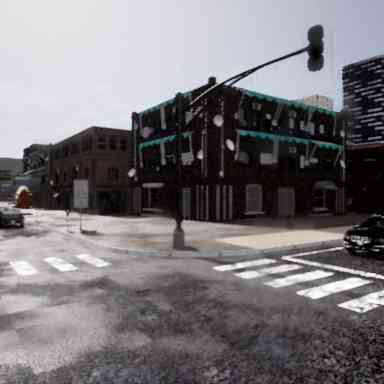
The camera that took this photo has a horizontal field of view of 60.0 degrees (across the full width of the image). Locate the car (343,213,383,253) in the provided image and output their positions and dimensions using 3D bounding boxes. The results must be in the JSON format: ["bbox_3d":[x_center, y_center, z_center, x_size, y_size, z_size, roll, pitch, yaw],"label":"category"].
[{"bbox_3d":[8.058,1.632,13.421,4.892,1.490,1.837,1,0,-35],"label":"car"}]

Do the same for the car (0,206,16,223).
[{"bbox_3d":[-16.773,1.937,29.150,1.802,1.307,4.206,-1,0,-35],"label":"car"}]

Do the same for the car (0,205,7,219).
[{"bbox_3d":[-19.979,1.999,33.661,1.802,1.307,4.206,-1,0,-35],"label":"car"}]

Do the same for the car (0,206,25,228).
[{"bbox_3d":[-13.567,1.843,24.638,2.008,1.369,4.403,-1,0,-35],"label":"car"}]
